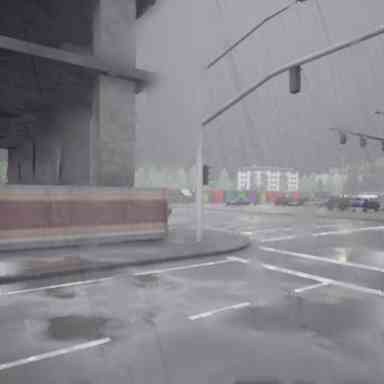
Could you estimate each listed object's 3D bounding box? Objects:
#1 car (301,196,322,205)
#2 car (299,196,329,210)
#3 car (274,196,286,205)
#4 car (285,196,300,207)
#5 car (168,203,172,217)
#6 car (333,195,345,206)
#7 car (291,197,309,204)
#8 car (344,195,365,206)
[{"bbox_3d":[25.582,1.737,71.390,4.605,1.855,1.932,1,0,-35],"label":"car"},{"bbox_3d":[19.761,1.838,53.631,3.806,1.475,1.970,1,0,-35],"label":"car"},{"bbox_3d":[16.499,1.596,58.156,4.605,1.855,1.932,1,0,-35],"label":"car"},{"bbox_3d":[18.089,1.807,55.994,3.905,1.438,1.784,1,0,-35],"label":"car"},{"bbox_3d":[-4.036,1.300,31.416,2.150,2.045,5.566,1,0,-36],"label":"car"},{"bbox_3d":[38.202,2.145,83.899,3.806,1.475,1.970,1,0,-35],"label":"car"},{"bbox_3d":[23.959,1.949,73.789,3.905,1.438,1.784,1,0,-35],"label":"car"},{"bbox_3d":[39.868,1.905,81.531,3.866,1.878,1.905,1,0,-35],"label":"car"}]
